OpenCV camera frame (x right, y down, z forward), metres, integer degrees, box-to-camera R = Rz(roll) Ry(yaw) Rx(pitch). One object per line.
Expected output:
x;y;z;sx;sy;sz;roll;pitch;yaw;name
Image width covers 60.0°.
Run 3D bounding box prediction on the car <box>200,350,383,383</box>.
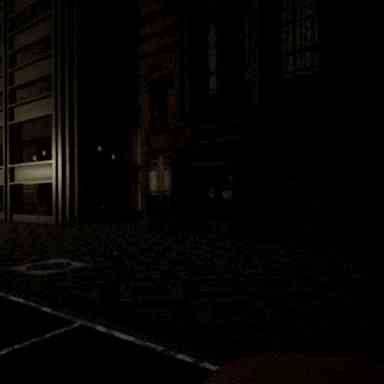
1.998;1.517;1.539;4.829;1.417;1.752;-1;0;35;car
